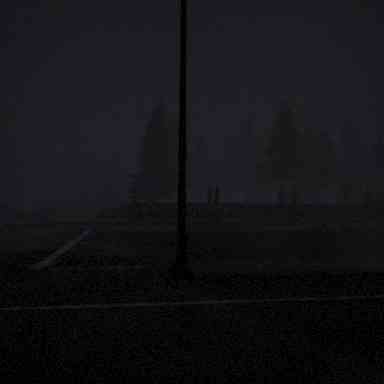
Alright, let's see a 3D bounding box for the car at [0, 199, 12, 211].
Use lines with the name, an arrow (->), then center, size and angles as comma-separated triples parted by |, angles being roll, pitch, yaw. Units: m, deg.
car -> -23.381, 1.617, 39.969 | 1.812, 1.442, 4.674 | 1, -1, -5
